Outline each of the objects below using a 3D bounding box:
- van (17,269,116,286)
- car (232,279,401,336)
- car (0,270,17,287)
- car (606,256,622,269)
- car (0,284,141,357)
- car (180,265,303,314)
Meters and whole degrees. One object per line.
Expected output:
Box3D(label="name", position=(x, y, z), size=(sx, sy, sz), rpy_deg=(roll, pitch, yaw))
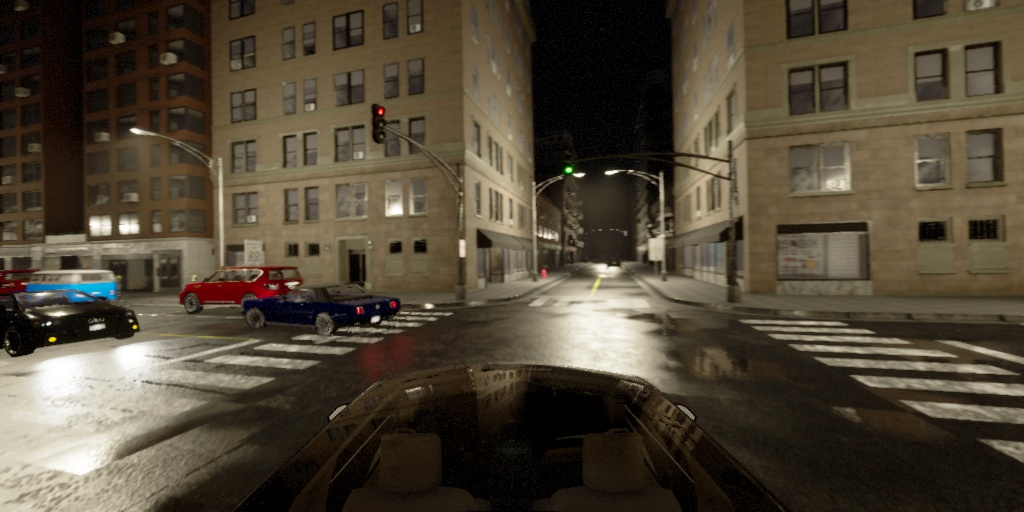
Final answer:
Box3D(label="van", position=(-21.470, 1.571, 17.487), size=(3.998, 1.789, 1.690), rpy_deg=(0, 0, 15))
Box3D(label="car", position=(-5.790, 1.492, 10.719), size=(4.718, 1.301, 1.895), rpy_deg=(-1, 0, 23))
Box3D(label="car", position=(-26.781, 1.655, 18.926), size=(5.009, 1.841, 2.192), rpy_deg=(0, 0, 15))
Box3D(label="car", position=(14.577, 0.946, 51.453), size=(2.097, 1.767, 4.553), rpy_deg=(-1, 0, 15))
Box3D(label="car", position=(-11.884, 1.567, 9.140), size=(4.181, 1.385, 1.994), rpy_deg=(-1, 0, 15))
Box3D(label="car", position=(-10.847, 1.325, 14.610), size=(5.009, 1.841, 2.192), rpy_deg=(0, 0, 15))
